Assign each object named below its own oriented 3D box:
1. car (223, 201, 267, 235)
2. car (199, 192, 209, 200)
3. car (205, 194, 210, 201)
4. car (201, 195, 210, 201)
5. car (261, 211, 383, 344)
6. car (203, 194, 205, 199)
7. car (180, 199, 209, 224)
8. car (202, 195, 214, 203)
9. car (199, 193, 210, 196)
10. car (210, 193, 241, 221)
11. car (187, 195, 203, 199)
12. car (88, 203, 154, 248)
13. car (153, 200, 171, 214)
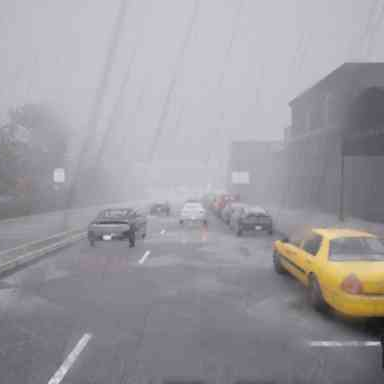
[{"bbox_3d":[3.216,1.468,18.582,2.231,1.521,4.892,0,0,0],"label":"car"},{"bbox_3d":[3.162,1.164,90.442,2.435,2.045,5.566,0,0,0],"label":"car"},{"bbox_3d":[3.196,1.444,46.525,1.946,1.575,5.366,0,0,0],"label":"car"},{"bbox_3d":[3.176,1.453,79.396,2.163,1.488,4.792,0,0,0],"label":"car"},{"bbox_3d":[3.225,1.471,7.724,1.946,1.575,5.366,0,0,0],"label":"car"},{"bbox_3d":[3.247,1.443,53.397,2.231,1.521,4.892,0,0,1],"label":"car"},{"bbox_3d":[0.087,1.508,24.625,1.812,1.442,4.674,0,0,0],"label":"car"},{"bbox_3d":[3.180,1.432,68.308,2.231,1.521,4.892,0,0,0],"label":"car"},{"bbox_3d":[3.184,1.184,62.818,2.435,2.045,5.566,0,0,0],"label":"car"},{"bbox_3d":[3.208,1.207,29.792,2.435,2.045,5.566,0,0,0],"label":"car"},{"bbox_3d":[0.074,1.474,41.603,1.837,1.490,4.892,0,0,0],"label":"car"},{"bbox_3d":[-3.157,1.481,14.817,2.128,1.511,4.902,0,0,0],"label":"car"},{"bbox_3d":[-3.183,1.501,34.242,1.812,1.442,4.674,0,0,0],"label":"car"}]
